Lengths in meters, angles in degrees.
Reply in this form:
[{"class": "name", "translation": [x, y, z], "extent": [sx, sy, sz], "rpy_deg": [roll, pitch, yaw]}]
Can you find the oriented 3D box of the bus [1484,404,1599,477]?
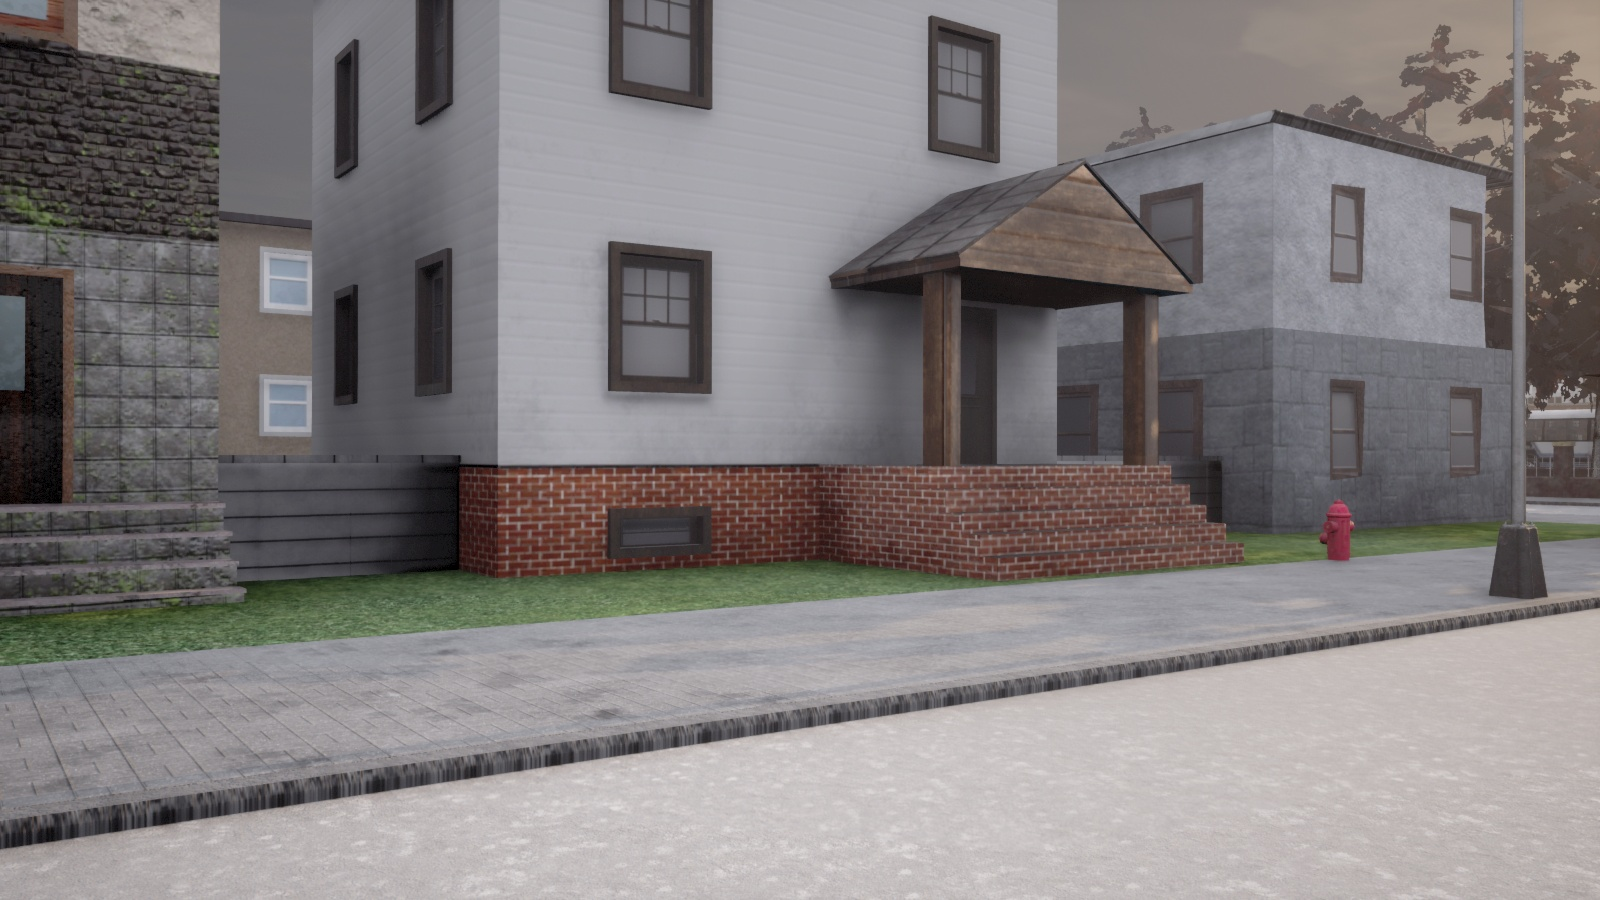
[{"class": "bus", "translation": [47.707, -0.547, 76.169], "extent": [3.944, 4.253, 10.273], "rpy_deg": [0, 0, -34]}]
